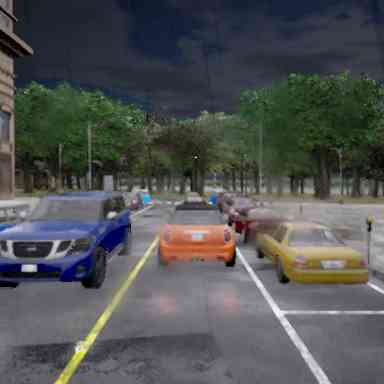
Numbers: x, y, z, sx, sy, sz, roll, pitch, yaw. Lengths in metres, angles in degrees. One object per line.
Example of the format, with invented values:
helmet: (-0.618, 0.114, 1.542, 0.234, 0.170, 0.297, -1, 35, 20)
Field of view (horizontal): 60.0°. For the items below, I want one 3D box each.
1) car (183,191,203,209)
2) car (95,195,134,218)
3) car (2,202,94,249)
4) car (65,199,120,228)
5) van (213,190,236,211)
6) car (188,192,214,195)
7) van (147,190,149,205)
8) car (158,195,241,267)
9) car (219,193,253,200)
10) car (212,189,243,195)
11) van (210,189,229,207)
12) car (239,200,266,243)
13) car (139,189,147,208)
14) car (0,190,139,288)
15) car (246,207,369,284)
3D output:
car: (0.135, 0.769, 33.944, 1.801, 1.575, 5.366, 0, 1, 1)
car: (-5.665, 1.018, 24.848, 1.752, 1.417, 4.829, 0, 1, 0)
car: (-5.710, 1.237, 13.976, 1.752, 1.417, 4.829, 0, 1, 0)
car: (-5.687, 1.164, 19.582, 1.947, 1.339, 4.313, 0, 1, 0)
van: (2.883, 0.725, 30.415, 1.690, 1.788, 3.998, 0, 1, 0)
car: (0.193, 1.013, 23.468, 2.128, 1.511, 4.902, 0, 1, 0)
van: (-5.619, 0.613, 35.887, 1.690, 1.788, 3.998, 0, 1, 0)
car: (0.140, 1.133, 10.670, 2.097, 1.767, 4.553, 0, 1, 0)
car: (2.838, 1.042, 19.544, 1.967, 1.590, 4.097, 0, 1, 0)
car: (2.861, 0.808, 24.978, 2.192, 1.841, 5.009, 0, 1, 0)
van: (2.906, 0.616, 35.852, 1.690, 1.788, 3.998, 0, 1, 0)
car: (2.816, 1.256, 14.110, 1.887, 1.381, 4.507, 0, 1, 0)
car: (-5.642, 0.820, 30.453, 1.967, 1.590, 4.097, 0, 1, 0)
car: (-3.067, 1.033, 9.050, 2.150, 2.045, 5.566, 0, 1, 0)
car: (2.793, 1.343, 8.843, 1.752, 1.417, 4.829, 0, 1, 0)
